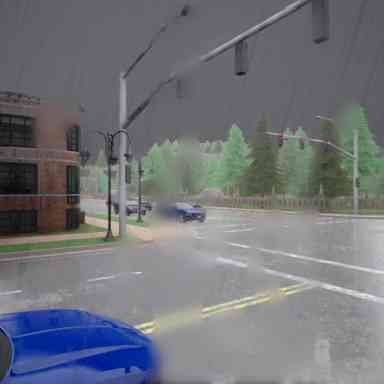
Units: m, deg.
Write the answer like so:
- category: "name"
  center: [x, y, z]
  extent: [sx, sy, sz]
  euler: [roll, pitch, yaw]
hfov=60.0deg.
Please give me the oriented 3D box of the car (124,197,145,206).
- category: "car"
  center: [-9.828, 1.526, 56.668]
  extent: [1.812, 1.442, 4.674]
  euler: [0, 0, -35]

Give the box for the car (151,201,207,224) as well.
- category: "car"
  center: [-0.919, 1.478, 25.274]
  extent: [1.882, 1.535, 5.008]
  euler: [0, 0, -35]

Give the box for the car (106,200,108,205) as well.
- category: "car"
  center: [-12.626, 1.564, 54.562]
  extent: [1.994, 1.385, 4.181]
  euler: [0, 0, -35]

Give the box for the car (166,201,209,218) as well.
- category: "car"
  center: [-0.491, 1.564, 30.776]
  extent: [1.994, 1.385, 4.181]
  euler: [0, 0, -35]

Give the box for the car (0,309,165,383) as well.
- category: "car"
  center: [-2.501, 1.478, 1.957]
  extent: [5.008, 1.535, 1.882]
  euler: [0, 0, -36]

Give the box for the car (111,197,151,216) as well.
- category: "car"
  center: [-6.195, 1.526, 32.833]
  extent: [1.812, 1.442, 4.674]
  euler: [0, 0, -35]
